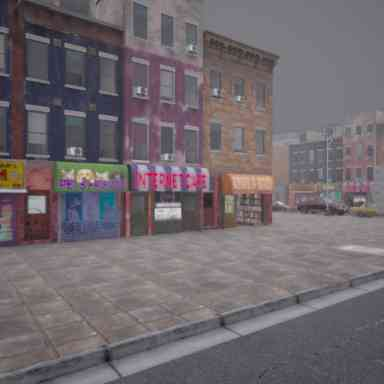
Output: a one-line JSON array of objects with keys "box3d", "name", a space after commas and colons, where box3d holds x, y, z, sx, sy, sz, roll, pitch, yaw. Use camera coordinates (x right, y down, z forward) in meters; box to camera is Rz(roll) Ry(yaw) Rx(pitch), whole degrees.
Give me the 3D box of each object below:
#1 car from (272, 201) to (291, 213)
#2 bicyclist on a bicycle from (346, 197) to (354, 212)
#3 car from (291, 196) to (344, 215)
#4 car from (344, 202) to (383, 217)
[{"box3d": [9.765, 1.658, 37.829, 1.802, 1.307, 4.206, 0, 0, -35], "name": "car"}, {"box3d": [17.485, 1.373, 36.729, 1.656, 1.620, 0.582, 0, 0, -35], "name": "bicyclist on a bicycle"}, {"box3d": [12.930, 1.377, 33.390, 2.192, 1.841, 5.009, 0, 0, -35], "name": "car"}, {"box3d": [16.194, 1.573, 28.813, 1.752, 1.417, 4.829, 0, 0, -35], "name": "car"}]
